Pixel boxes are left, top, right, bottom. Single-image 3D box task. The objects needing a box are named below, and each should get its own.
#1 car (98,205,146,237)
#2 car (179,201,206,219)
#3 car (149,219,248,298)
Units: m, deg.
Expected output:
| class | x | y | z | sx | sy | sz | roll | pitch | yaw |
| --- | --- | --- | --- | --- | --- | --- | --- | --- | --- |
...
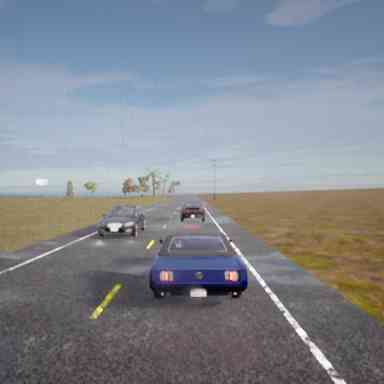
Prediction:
| class | x | y | z | sx | sy | sz | roll | pitch | yaw |
| --- | --- | --- | --- | --- | --- | --- | --- | --- | --- |
| car | -3.625 | 1.478 | 17.938 | 2.128 | 1.511 | 4.902 | 0 | 0 | 0 |
| car | 0.062 | 1.485 | 26.375 | 1.837 | 1.490 | 4.892 | 0 | 0 | 0 |
| car | 0.092 | 1.595 | 8.430 | 1.895 | 1.301 | 4.718 | 0 | 0 | -1 |
